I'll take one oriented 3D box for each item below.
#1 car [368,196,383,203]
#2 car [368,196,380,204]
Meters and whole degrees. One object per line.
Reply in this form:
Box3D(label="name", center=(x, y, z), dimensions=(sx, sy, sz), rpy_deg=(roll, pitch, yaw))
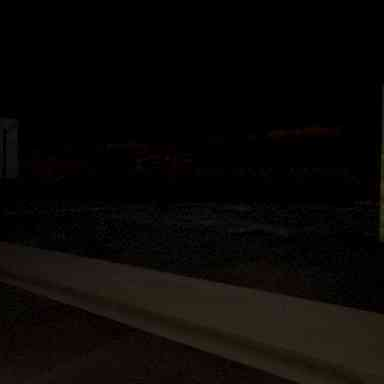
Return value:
Box3D(label="car", center=(36.826, 1.526, 65.888), dimensions=(1.853, 1.218, 4.536), rpy_deg=(1, 1, 6))
Box3D(label="car", center=(36.818, 1.684, 65.839), dimensions=(2.038, 1.542, 4.974), rpy_deg=(1, 1, 6))
